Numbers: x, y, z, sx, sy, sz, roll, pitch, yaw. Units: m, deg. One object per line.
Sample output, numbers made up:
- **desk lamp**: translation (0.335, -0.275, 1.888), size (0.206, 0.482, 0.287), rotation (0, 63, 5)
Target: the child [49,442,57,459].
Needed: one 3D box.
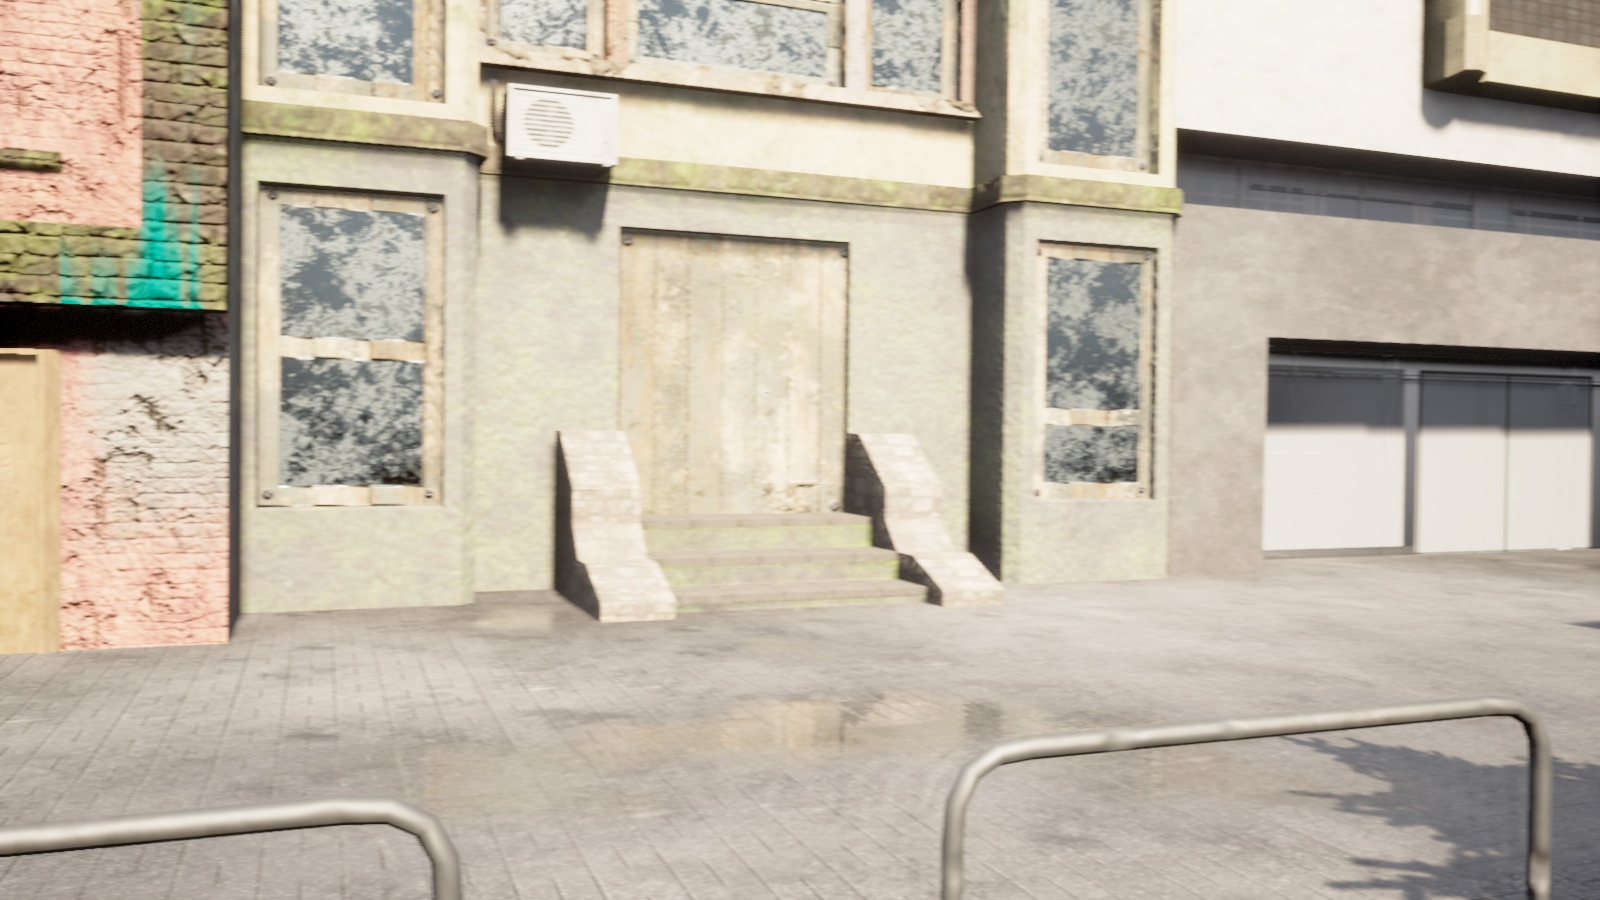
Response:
- **child**: translation (-49.358, 0.056, 82.974), size (0.394, 1.110, 0.255), rotation (-1, 1, -22)
